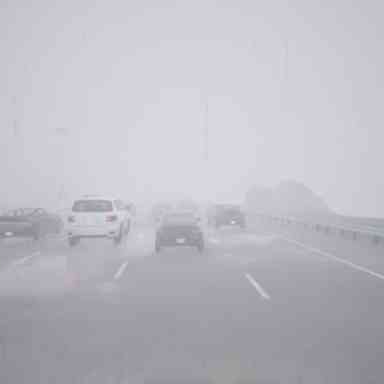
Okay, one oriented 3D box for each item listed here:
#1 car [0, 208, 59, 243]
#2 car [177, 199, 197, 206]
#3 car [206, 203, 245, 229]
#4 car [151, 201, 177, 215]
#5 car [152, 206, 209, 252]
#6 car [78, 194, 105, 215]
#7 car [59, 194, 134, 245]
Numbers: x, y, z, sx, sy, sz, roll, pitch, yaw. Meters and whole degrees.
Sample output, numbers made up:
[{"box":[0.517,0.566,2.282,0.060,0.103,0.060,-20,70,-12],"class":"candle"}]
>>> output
[{"box":[-7.799,1.513,16.222,2.128,1.511,4.902,0,0,-5],"class":"car"},{"box":[-0.695,1.565,39.375,2.033,1.411,5.357,0,0,-12],"class":"car"},{"box":[2.135,1.512,21.925,1.837,1.490,4.892,0,1,-7],"class":"car"},{"box":[-2.899,1.583,32.150,1.994,1.385,4.181,0,0,-10],"class":"car"},{"box":[-0.571,1.533,13.965,1.812,1.442,4.674,0,0,-4],"class":"car"},{"box":[-10.625,1.256,35.548,2.150,2.045,5.566,0,0,-11],"class":"car"},{"box":[-4.214,1.236,15.711,2.150,2.045,5.566,0,0,-5],"class":"car"}]
